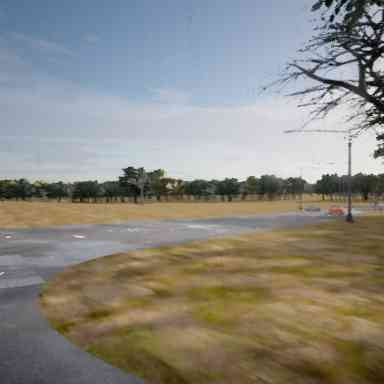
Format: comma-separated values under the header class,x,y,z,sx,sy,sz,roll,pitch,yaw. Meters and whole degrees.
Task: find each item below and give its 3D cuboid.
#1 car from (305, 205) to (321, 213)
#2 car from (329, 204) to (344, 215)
class,x,y,z,sx,sy,sz,roll,pitch,yaw
car,24.539,3.420,67.450,2.033,1.411,5.357,0,-1,37
car,25.453,3.066,58.503,2.097,1.767,4.553,0,-1,31
